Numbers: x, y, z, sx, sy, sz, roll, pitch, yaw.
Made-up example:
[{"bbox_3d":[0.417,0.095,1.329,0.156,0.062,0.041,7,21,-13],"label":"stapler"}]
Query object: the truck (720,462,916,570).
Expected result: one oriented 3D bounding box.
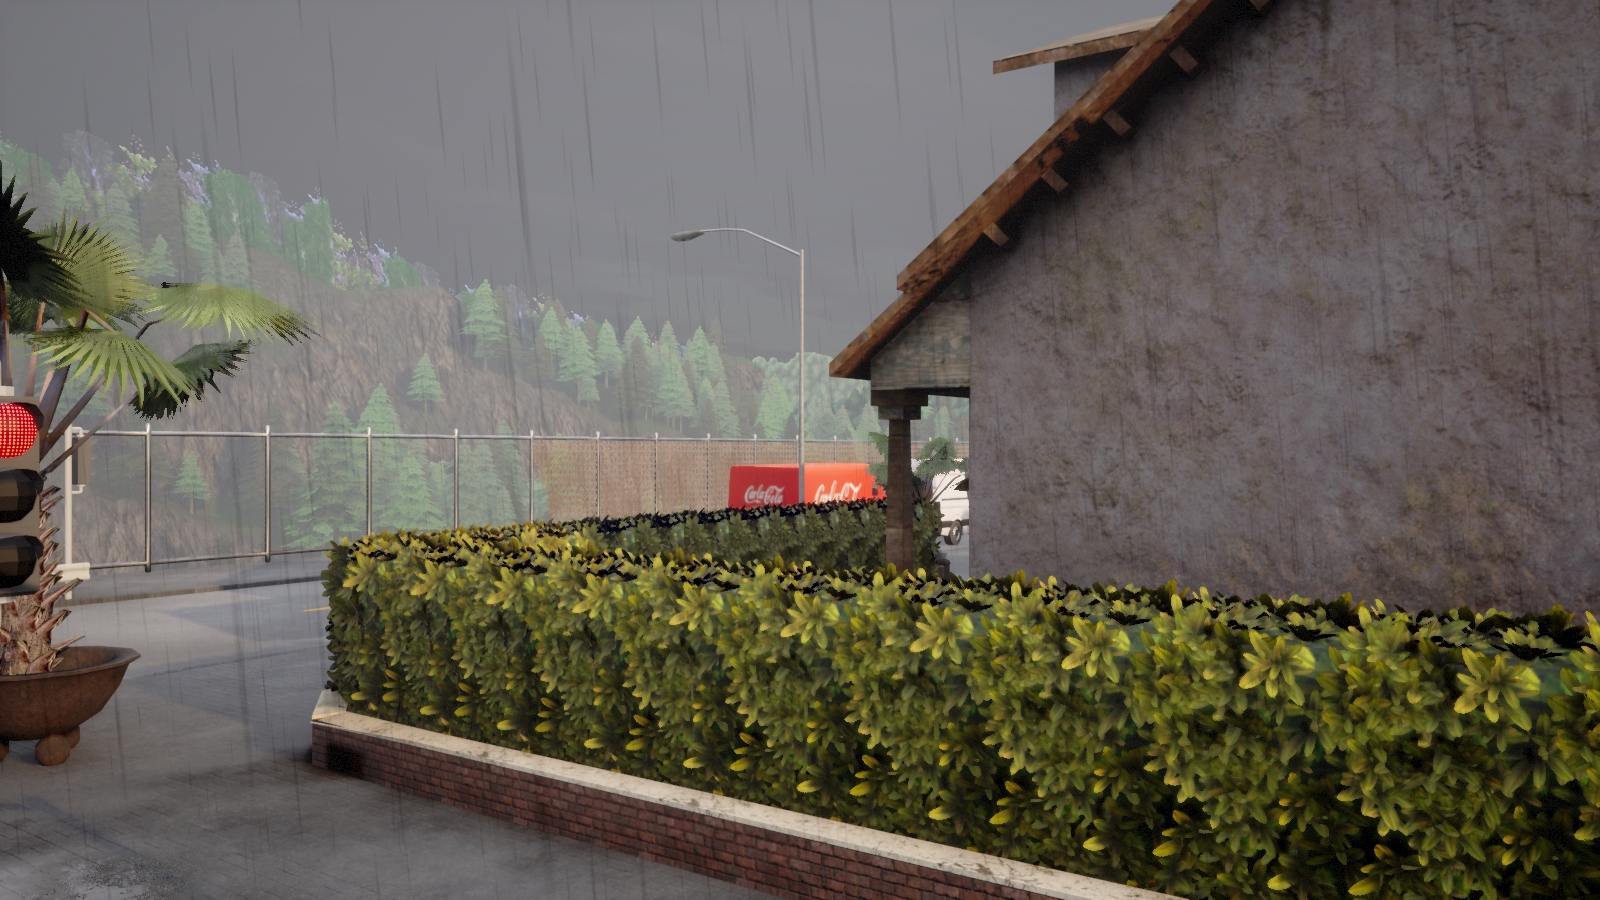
[{"bbox_3d":[0.584,1.568,29.600,2.627,2.467,5.204,0,0,35],"label":"truck"}]
